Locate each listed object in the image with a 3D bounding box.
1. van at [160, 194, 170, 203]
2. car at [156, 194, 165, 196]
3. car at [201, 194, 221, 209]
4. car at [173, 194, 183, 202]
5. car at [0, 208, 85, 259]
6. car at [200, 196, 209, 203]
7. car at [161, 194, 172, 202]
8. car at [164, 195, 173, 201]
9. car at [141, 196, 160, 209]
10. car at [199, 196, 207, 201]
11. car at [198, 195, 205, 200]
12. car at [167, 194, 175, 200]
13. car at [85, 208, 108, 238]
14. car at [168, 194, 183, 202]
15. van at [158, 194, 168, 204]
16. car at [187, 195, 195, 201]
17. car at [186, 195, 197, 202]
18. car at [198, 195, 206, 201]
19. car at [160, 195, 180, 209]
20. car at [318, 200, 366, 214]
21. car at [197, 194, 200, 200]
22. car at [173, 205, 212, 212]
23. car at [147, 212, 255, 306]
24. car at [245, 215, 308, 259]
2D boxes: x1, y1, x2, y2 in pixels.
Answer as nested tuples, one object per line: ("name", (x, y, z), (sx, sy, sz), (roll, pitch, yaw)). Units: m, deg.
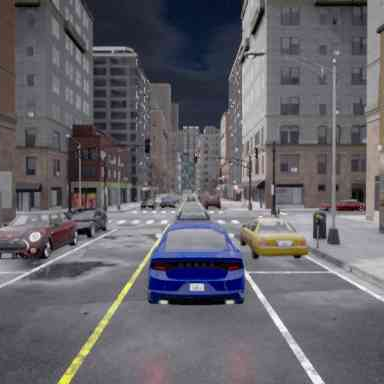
("van", (-5.835, 1.379, 72.529), (1.690, 1.788, 3.998), (-1, 0, 0))
("car", (-5.797, 1.555, 55.601), (1.752, 1.417, 4.829), (-1, 0, 0))
("car", (2.750, 1.336, 44.617), (2.192, 1.841, 5.009), (-1, 0, 0))
("car", (-3.165, 1.332, 76.826), (2.097, 1.767, 4.553), (0, 0, 0))
("car", (-5.704, 1.438, 12.229), (1.967, 1.590, 4.097), (-1, 0, 0))
("car", (2.700, 1.620, 72.546), (1.802, 1.307, 4.206), (-1, 0, 0))
("car", (-5.848, 1.355, 78.115), (2.192, 1.841, 5.009), (-1, 0, 0))
("car", (-5.858, 1.481, 83.700), (1.967, 1.590, 4.097), (-1, 0, 0))
("car", (-5.773, 1.587, 44.599), (1.947, 1.339, 4.313), (-1, 0, 0))
("car", (2.678, 1.607, 83.718), (1.947, 1.339, 4.313), (-1, 0, 0))
("car", (2.657, 1.594, 94.890), (2.008, 1.369, 4.403), (-1, 0, 0))
("car", (-5.882, 1.483, 94.871), (1.967, 1.590, 4.097), (-1, 0, 0))
("car", (-5.715, 1.565, 17.726), (1.947, 1.339, 4.313), (-1, 0, 0))
("car", (-3.194, 1.540, 61.690), (1.837, 1.490, 4.892), (0, 0, 0))
("van", (-5.823, 1.377, 66.943), (1.690, 1.788, 3.998), (-1, 0, 0))
("car", (-0.182, 1.510, 84.497), (1.895, 1.301, 4.718), (0, 0, 0))
("car", (-0.159, 1.556, 74.045), (2.128, 1.511, 4.902), (0, 0, 0))
("car", (2.668, 1.608, 89.304), (1.947, 1.339, 4.313), (-1, 0, 0))
("car", (-3.193, 1.570, 45.801), (2.033, 1.411, 5.357), (0, 0, 0))
("car", (15.052, 1.430, 32.913), (4.718, 1.301, 1.895), (-1, 1, 0))
("car", (2.707, 1.351, 66.961), (2.192, 1.841, 5.009), (-1, 0, 0))
("car", (0.063, 1.600, 17.515), (1.895, 1.301, 4.718), (0, 0, 0))
("car", (0.079, 1.475, 8.152), (1.882, 1.535, 5.008), (0, 0, 0))
("car", (2.821, 1.523, 12.419), (1.752, 1.417, 4.829), (-1, 0, 0))
